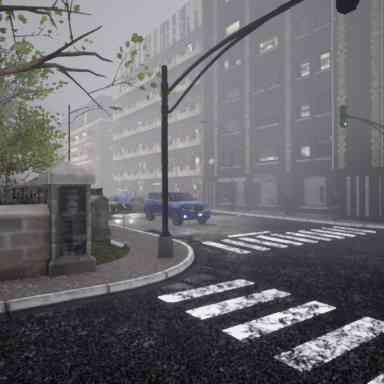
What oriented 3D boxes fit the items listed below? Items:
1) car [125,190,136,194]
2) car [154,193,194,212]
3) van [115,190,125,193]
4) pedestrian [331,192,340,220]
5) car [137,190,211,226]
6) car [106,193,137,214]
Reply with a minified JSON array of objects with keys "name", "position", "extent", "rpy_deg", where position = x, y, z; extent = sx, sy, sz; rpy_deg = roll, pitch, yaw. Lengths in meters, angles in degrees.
[{"name":"car","position":[-5.083,0.727,36.831],"extent":[2.192,1.841,5.009],"rpy_deg":[1,1,-36]},{"name":"car","position":[-1.821,0.950,32.377],"extent":[1.967,1.590,4.097],"rpy_deg":[1,1,-36]},{"name":"van","position":[-8.348,0.655,41.285],"extent":[1.690,1.788,3.998],"rpy_deg":[1,1,-36]},{"name":"pedestrian","position":[9.454,0.901,21.945],"extent":[0.375,1.860,0.375],"rpy_deg":[1,-1,-36]},{"name":"car","position":[-1.143,0.926,21.630],"extent":[2.150,2.045,5.566],"rpy_deg":[0,1,-36]},{"name":"car","position":[-6.803,1.098,29.359],"extent":[1.994,1.385,4.181],"rpy_deg":[0,1,-36]}]
